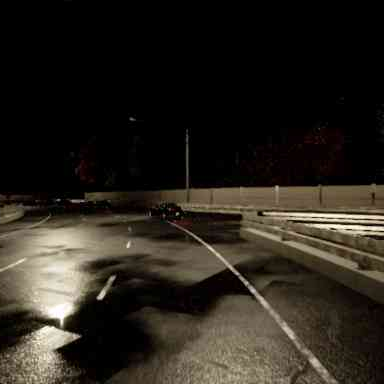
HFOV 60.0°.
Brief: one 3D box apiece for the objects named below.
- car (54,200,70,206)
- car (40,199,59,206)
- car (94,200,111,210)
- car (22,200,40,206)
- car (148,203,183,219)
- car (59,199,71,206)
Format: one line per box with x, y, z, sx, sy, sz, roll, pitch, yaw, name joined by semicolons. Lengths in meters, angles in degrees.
-29.586;2.499;75.709;1.994;1.385;4.181;0;-1;-44;car
-32.039;2.327;73.248;2.033;1.411;5.357;0;-1;-44;car
-15.116;2.137;56.002;1.837;1.490;4.892;1;-1;-31;car
-34.627;2.327;70.891;1.994;1.385;4.181;0;-1;-44;car
-2.707;1.826;33.197;1.837;1.490;4.892;-1;0;-34;car
-29.058;2.336;75.258;1.812;1.442;4.674;0;-1;-44;car
